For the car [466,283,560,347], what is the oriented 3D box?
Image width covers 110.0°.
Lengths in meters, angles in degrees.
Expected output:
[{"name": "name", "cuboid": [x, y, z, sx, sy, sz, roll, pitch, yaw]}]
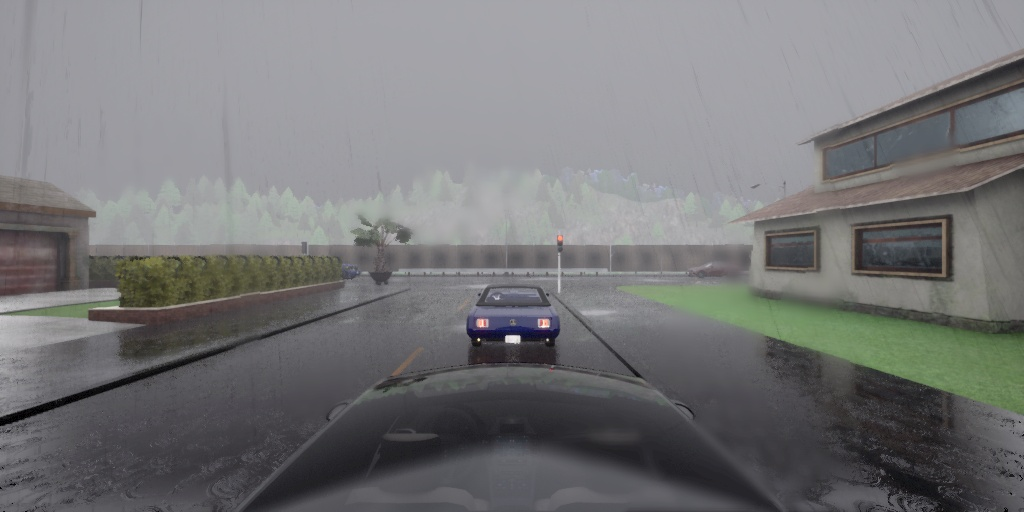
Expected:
[{"name": "car", "cuboid": [0.042, 1.351, 9.295, 1.895, 1.301, 4.718, 0, 0, 1]}]

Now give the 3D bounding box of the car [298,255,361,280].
[{"name": "car", "cuboid": [-15.184, 0.971, 28.801, 5.566, 2.045, 2.150, 0, 0, 0]}]

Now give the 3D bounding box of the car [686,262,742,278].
[{"name": "car", "cuboid": [18.535, 1.276, 33.017, 4.674, 1.442, 1.812, 0, 0, 0]}]
